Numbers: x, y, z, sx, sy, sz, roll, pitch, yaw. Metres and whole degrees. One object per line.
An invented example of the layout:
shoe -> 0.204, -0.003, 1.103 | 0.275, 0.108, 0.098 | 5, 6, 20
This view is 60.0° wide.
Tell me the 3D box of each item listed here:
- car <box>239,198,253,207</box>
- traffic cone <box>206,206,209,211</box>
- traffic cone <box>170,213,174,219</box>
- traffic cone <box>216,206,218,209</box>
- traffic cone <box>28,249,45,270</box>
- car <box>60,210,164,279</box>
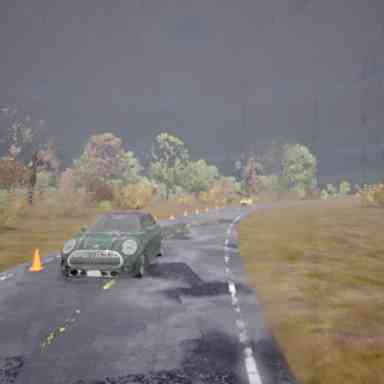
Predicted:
car -> 9.782, 1.847, 60.006 | 1.882, 1.535, 5.008 | 0, -1, 17
traffic cone -> 2.078, 2.224, 44.846 | 0.340, 0.580, 0.340 | 0, 0, 18
traffic cone -> -1.804, 2.129, 30.082 | 0.340, 0.580, 0.340 | 0, 0, 12
traffic cone -> 3.701, 2.256, 49.671 | 0.340, 0.580, 0.340 | 0, 0, 20
traffic cone -> -4.631, 2.002, 9.931 | 0.340, 0.580, 0.340 | 0, 0, 4
car -> -2.212, 1.407, 10.349 | 2.097, 1.767, 4.553 | 0, 0, 5
